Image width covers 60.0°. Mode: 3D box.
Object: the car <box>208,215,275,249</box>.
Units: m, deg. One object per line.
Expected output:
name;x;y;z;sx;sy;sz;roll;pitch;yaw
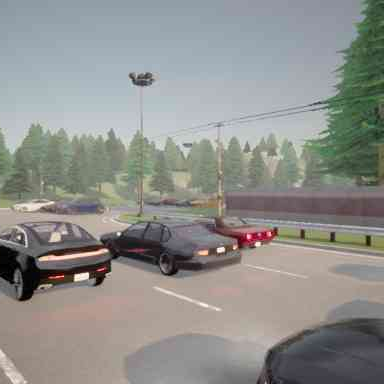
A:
car;0.876;1.601;13.651;1.895;1.301;4.718;0;0;-43

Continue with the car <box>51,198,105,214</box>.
car;-11.019;1.351;32.929;4.553;1.767;2.097;0;0;-43

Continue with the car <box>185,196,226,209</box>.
car;1.873;1.478;44.813;5.008;1.535;1.882;-1;0;-43

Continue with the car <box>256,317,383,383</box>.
car;2.591;1.505;1.681;1.837;1.490;4.892;0;0;-43

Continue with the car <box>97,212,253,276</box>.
car;-0.956;1.547;10.465;2.033;1.411;5.357;0;0;-43

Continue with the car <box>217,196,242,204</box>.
car;7.215;1.491;63.960;4.902;1.511;2.128;0;0;-42

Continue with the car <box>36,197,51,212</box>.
car;-13.281;1.547;35.603;5.357;1.411;2.033;0;0;-43

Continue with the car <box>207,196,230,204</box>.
car;5.376;1.504;66.989;4.892;1.490;1.837;0;0;-42

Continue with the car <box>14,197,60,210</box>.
car;-20.207;1.477;43.501;5.008;1.535;1.882;0;0;-43

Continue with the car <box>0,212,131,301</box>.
car;-3.859;1.491;8.457;2.128;1.511;4.902;0;0;-43

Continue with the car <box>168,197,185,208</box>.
car;-0.315;1.547;47.558;5.357;1.411;2.033;0;0;-43

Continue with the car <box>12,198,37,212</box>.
car;-17.248;1.525;36.709;4.674;1.442;1.812;0;0;-43

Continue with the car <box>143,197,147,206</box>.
car;-5.102;1.506;52.663;4.892;1.490;1.837;0;0;-43

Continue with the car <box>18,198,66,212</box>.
car;-18.250;1.492;40.545;4.902;1.511;2.128;0;0;-43

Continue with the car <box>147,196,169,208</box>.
car;-3.689;1.477;49.208;5.008;1.535;1.882;0;0;-43

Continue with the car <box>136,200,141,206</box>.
car;-7.040;1.503;55.635;4.892;1.490;1.837;-1;0;-43
